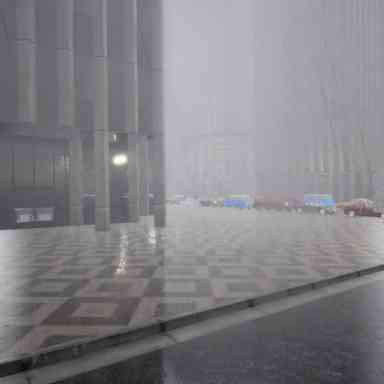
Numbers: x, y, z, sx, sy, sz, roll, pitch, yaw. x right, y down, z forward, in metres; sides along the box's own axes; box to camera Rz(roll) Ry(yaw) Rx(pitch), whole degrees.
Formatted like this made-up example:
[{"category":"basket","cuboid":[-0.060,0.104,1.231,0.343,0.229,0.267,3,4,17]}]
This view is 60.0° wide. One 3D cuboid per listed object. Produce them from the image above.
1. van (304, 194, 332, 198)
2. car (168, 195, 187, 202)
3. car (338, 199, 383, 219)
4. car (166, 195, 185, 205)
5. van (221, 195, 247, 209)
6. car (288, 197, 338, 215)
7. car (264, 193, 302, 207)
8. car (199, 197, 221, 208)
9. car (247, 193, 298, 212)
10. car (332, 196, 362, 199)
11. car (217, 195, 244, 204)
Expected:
[{"category":"van","cuboid":[16.124,1.178,42.850,1.690,1.788,3.998,-1,1,-35]},{"category":"car","cuboid":[-3.121,1.256,69.842,2.008,1.369,4.403,-1,1,-35]},{"category":"car","cuboid":[15.594,1.566,28.915,1.887,1.381,4.507,-1,1,-35]},{"category":"car","cuboid":[-3.664,1.437,55.899,2.008,1.369,4.403,-1,1,-35]},{"category":"van","cuboid":[5.963,1.293,42.405,1.690,1.788,3.998,-1,1,-35]},{"category":"car","cuboid":[12.384,1.548,33.412,2.008,1.369,4.403,-1,1,-35]},{"category":"car","cuboid":[12.915,1.129,47.348,2.192,1.841,5.009,-1,1,-35]},{"category":"car","cuboid":[2.755,1.370,46.903,1.967,1.590,4.097,-1,1,-35]},{"category":"car","cuboid":[9.173,1.289,37.907,2.192,1.841,5.009,-1,1,-35]},{"category":"car","cuboid":[19.234,1.384,38.492,1.752,1.417,4.829,-1,1,-35]},{"category":"car","cuboid":[6.403,1.295,56.485,1.752,1.417,4.829,-1,1,-35]}]
